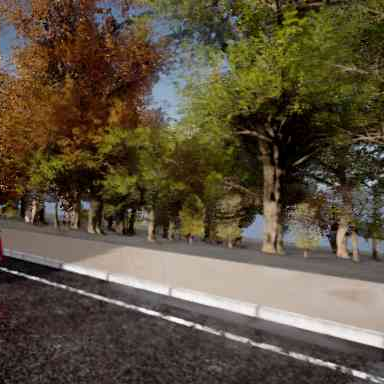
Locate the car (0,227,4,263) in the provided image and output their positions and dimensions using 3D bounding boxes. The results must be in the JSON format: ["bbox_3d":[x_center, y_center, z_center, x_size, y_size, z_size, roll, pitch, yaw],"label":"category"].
[{"bbox_3d":[-7.185,1.121,8.807,5.566,2.045,2.150,1,0,35],"label":"car"}]
